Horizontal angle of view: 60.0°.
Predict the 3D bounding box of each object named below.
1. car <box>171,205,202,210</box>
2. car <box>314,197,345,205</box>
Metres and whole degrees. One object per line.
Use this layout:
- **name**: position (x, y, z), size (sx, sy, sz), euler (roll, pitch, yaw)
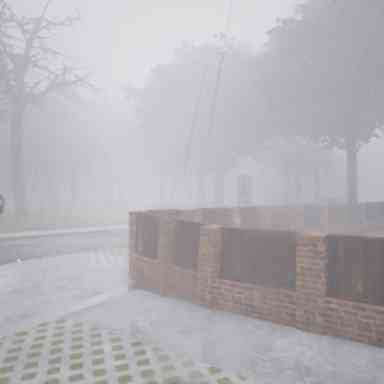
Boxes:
- **car**: position (-0.592, 1.649, 21.258), size (4.892, 1.490, 1.837), euler (1, -1, -44)
- **car**: position (14.689, 1.562, 35.872), size (5.566, 2.045, 2.150), euler (1, -1, -43)
